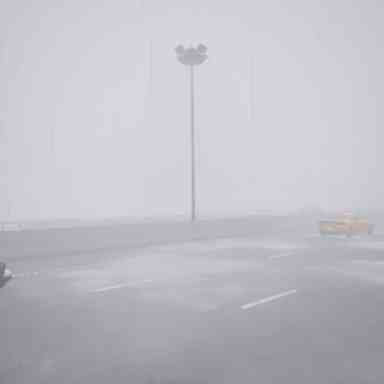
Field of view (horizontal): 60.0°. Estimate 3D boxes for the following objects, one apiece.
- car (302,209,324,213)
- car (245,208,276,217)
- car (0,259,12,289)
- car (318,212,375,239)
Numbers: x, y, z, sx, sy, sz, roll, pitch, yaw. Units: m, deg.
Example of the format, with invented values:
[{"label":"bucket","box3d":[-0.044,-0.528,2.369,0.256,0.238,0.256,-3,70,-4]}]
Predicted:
[{"label":"car","box3d":[13.561,2.283,38.542,4.902,1.511,2.128,1,-2,-40]},{"label":"car","box3d":[9.019,2.872,43.848,5.008,1.535,1.882,1,-2,-40]},{"label":"car","box3d":[-6.688,1.922,7.297,4.718,1.301,1.895,1,-2,-40]},{"label":"car","box3d":[10.139,2.099,21.670,5.008,1.535,1.882,1,-2,-40]}]
